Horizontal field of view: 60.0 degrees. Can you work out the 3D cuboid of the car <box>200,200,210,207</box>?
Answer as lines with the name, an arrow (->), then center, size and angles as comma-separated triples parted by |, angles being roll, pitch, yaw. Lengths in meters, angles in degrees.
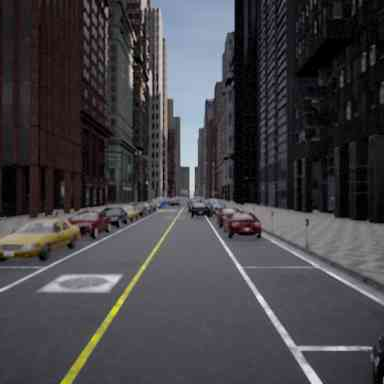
car -> 2.653, 2.299, 69.471 | 1.887, 1.381, 4.507 | 0, -1, 0

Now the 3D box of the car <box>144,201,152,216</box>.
car -> -5.819, 1.939, 35.625 | 1.947, 1.339, 4.313 | 0, -1, 0

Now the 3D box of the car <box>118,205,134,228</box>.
car -> -5.802, 1.819, 24.353 | 1.947, 1.339, 4.313 | 0, -1, 0

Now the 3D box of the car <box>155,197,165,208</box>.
car -> -5.846, 2.000, 52.536 | 1.967, 1.590, 4.097 | 0, -1, 0

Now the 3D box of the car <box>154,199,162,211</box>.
car -> -5.837, 2.063, 46.898 | 1.947, 1.339, 4.313 | 0, -1, 0

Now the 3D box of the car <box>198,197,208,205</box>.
car -> 2.635, 2.201, 80.745 | 2.192, 1.841, 5.009 | 0, -1, 0

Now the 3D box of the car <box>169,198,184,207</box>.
car -> -3.119, 2.297, 64.510 | 1.895, 1.301, 4.718 | 0, -1, 0

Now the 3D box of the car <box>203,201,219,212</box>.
car -> 2.688, 2.049, 46.928 | 2.008, 1.369, 4.403 | 0, -1, 0

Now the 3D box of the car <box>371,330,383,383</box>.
car -> 2.758, 1.572, 1.841 | 2.008, 1.369, 4.403 | 0, -1, 0

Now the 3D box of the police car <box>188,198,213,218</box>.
police car -> 0.846, 1.792, 34.950 | 1.930, 1.638, 5.238 | 0, -1, 0

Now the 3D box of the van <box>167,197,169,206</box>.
van -> -5.864, 2.030, 63.809 | 1.690, 1.788, 3.998 | 0, -1, 0

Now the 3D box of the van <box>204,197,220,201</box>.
van -> 2.697, 1.777, 41.294 | 1.690, 1.788, 3.998 | 0, -1, 0

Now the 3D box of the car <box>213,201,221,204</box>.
car -> 2.706, 1.925, 35.656 | 2.008, 1.369, 4.403 | 0, -1, 0

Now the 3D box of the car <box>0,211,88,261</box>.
car -> -5.784, 1.659, 12.911 | 1.752, 1.417, 4.829 | 0, -1, 0

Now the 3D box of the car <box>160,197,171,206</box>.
car -> -5.881, 2.134, 75.081 | 2.192, 1.841, 5.009 | 0, -1, 0

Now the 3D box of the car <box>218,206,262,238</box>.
car -> 2.732, 1.740, 18.748 | 1.887, 1.381, 4.507 | 0, -1, 0

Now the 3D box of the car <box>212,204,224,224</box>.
car -> 2.723, 1.799, 24.384 | 1.887, 1.381, 4.507 | 0, -1, 0

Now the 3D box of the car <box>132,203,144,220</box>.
car -> -5.810, 1.836, 29.819 | 1.752, 1.417, 4.829 | 0, -1, 0

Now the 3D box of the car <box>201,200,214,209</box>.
car -> 2.671, 2.176, 58.200 | 2.008, 1.369, 4.403 | 0, -1, 0

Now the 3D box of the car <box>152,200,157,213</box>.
car -> -5.828, 2.017, 41.262 | 1.802, 1.307, 4.206 | 0, -1, 0

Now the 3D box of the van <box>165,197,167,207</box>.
van -> -5.855, 1.965, 58.173 | 1.690, 1.788, 3.998 | 0, -1, 0

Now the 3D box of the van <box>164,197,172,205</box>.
van -> -5.890, 2.226, 80.717 | 1.690, 1.788, 3.998 | 0, -1, 0

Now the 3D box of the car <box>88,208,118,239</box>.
car -> -5.793, 1.739, 18.717 | 1.887, 1.381, 4.507 | 0, -1, 0

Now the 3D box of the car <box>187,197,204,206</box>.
car -> 0.607, 1.819, 44.844 | 2.097, 1.767, 4.553 | -1, 0, 2

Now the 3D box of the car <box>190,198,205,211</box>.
car -> 0.821, 1.892, 50.810 | 2.097, 1.767, 4.553 | 0, -1, 0

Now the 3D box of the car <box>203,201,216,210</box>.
car -> 2.679, 2.143, 52.563 | 1.802, 1.307, 4.206 | 0, -1, 0
